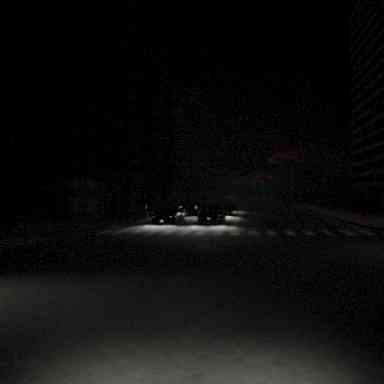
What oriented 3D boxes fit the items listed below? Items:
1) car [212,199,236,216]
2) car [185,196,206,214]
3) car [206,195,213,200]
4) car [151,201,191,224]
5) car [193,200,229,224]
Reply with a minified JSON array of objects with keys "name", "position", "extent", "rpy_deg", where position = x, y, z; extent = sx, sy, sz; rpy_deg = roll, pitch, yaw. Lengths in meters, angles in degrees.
[{"name":"car","position":[3.207,1.759,35.118],"extent":[1.994,1.385,4.181],"rpy_deg":[-1,0,10]},{"name":"car","position":[-0.091,1.615,36.560],"extent":[2.097,1.767,4.553],"rpy_deg":[-1,0,10]},{"name":"car","position":[1.822,1.519,46.933],"extent":[2.150,2.045,5.566],"rpy_deg":[-1,0,11]},{"name":"car","position":[-1.769,1.778,27.277],"extent":[2.033,1.411,5.357],"rpy_deg":[-1,0,10]},{"name":"car","position":[1.620,1.669,26.346],"extent":[1.837,1.490,4.892],"rpy_deg":[-1,0,10]}]
